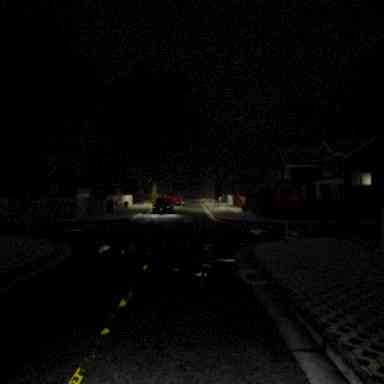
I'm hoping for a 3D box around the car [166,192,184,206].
[{"bbox_3d":[-2.762,0.966,48.430,2.150,2.045,5.566,0,1,2],"label":"car"}]

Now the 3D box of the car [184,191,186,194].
[{"bbox_3d":[-2.687,1.185,66.362,1.882,1.535,5.008,0,0,0],"label":"car"}]

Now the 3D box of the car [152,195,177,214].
[{"bbox_3d":[-2.814,1.330,32.750,1.837,1.490,4.892,0,0,0],"label":"car"}]
